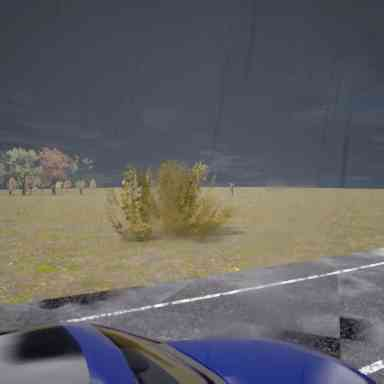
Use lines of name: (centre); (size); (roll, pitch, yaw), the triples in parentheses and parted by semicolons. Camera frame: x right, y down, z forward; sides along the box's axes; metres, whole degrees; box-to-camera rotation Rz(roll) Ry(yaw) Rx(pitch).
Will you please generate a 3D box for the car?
car: (-0.673, 1.525, 1.677); (4.674, 1.442, 1.812); (0, 0, -29)
